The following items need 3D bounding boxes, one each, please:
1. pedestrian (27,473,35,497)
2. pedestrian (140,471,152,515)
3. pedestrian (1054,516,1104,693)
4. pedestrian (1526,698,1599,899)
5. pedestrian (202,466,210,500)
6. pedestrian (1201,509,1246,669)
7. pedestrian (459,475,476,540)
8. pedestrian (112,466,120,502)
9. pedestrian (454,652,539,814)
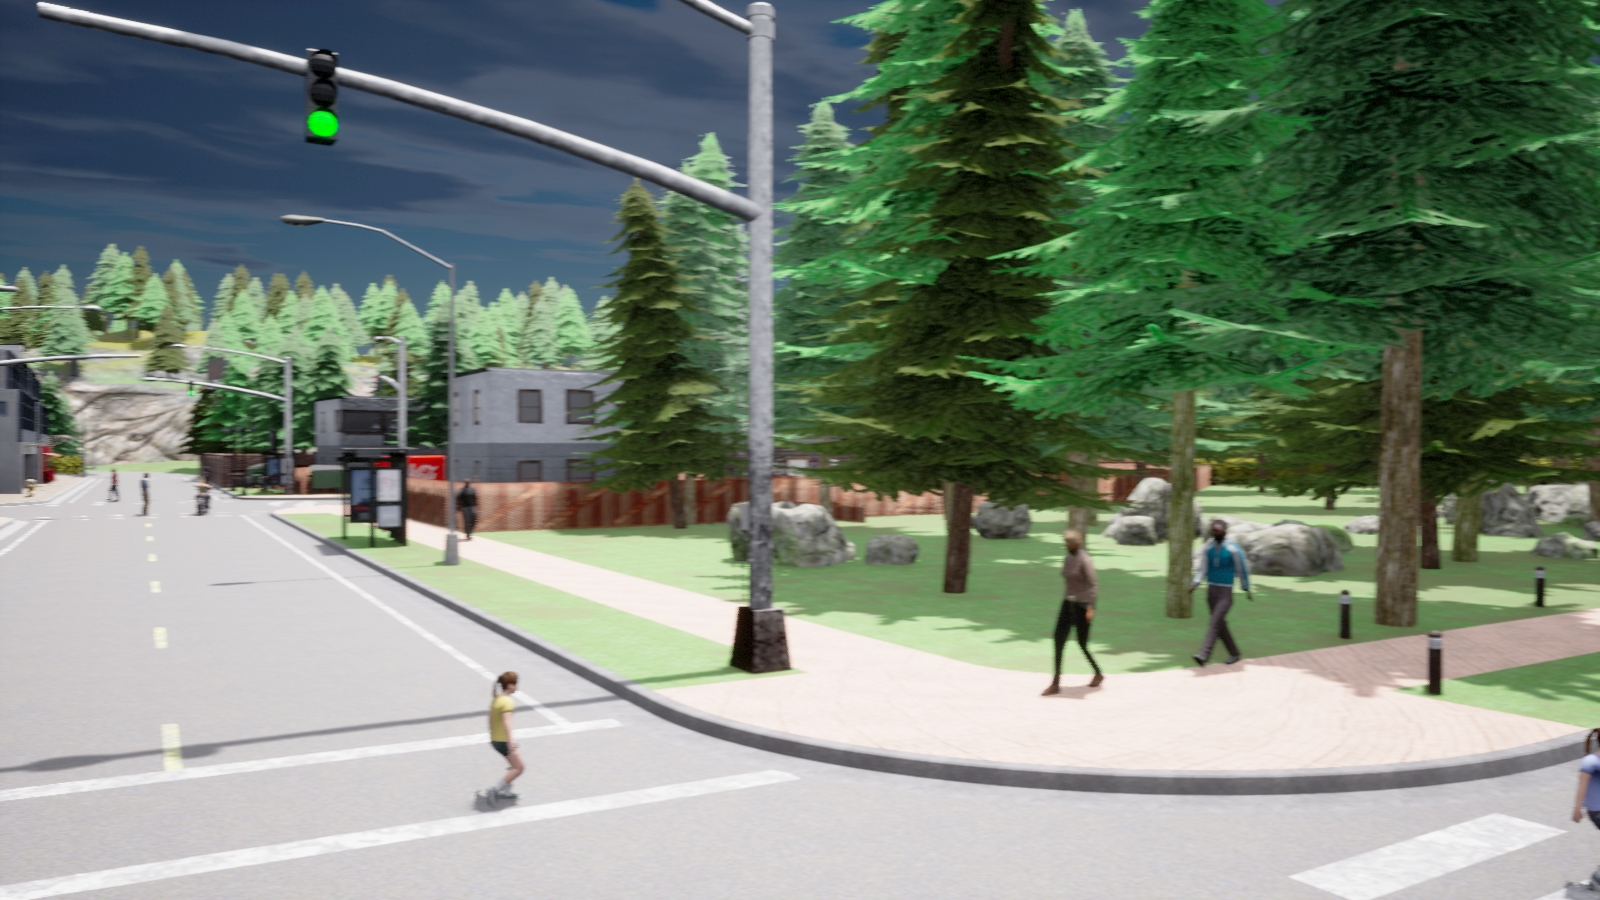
[{"bbox_3d":[-42.783,1.945,63.556,0.375,1.300,0.375,0,0,-36],"label":"pedestrian"},{"bbox_3d":[-27.676,1.819,48.326,0.375,1.860,0.375,0,0,-41],"label":"pedestrian"},{"bbox_3d":[3.043,1.669,12.474,0.375,1.860,0.375,0,0,-32],"label":"pedestrian"},{"bbox_3d":[4.980,2.199,7.238,0.500,1.100,0.500,0,0,-38],"label":"pedestrian"},{"bbox_3d":[-32.468,1.816,62.472,0.375,1.860,0.375,0,0,-23],"label":"pedestrian"},{"bbox_3d":[5.094,1.656,13.743,0.375,1.860,0.375,0,0,-40],"label":"pedestrian"},{"bbox_3d":[-9.643,1.667,33.111,0.375,1.860,0.375,0,0,-31],"label":"pedestrian"},{"bbox_3d":[-36.597,1.817,61.149,0.375,1.860,0.375,0,0,-33],"label":"pedestrian"},{"bbox_3d":[-2.397,2.206,9.005,0.500,1.100,0.500,0,0,-36],"label":"pedestrian"}]
